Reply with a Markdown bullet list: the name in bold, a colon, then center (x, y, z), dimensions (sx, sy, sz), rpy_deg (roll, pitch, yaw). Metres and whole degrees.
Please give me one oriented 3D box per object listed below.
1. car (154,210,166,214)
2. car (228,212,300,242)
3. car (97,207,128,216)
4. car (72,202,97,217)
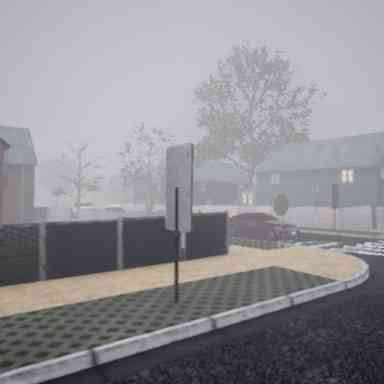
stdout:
- **car**: center (-1.972, 2.118, 26.609), dimensions (1.994, 1.385, 4.181), rpy_deg (1, -2, -35)
- **car**: center (3.744, 1.839, 18.519), dimensions (1.812, 1.442, 4.674), rpy_deg (1, -2, -35)
- **car**: center (-7.991, 2.314, 35.117), dimensions (1.837, 1.490, 4.892), rpy_deg (1, -2, -36)
- **car**: center (-14.072, 2.291, 43.808), dimensions (2.150, 2.045, 5.566), rpy_deg (1, -2, -35)
